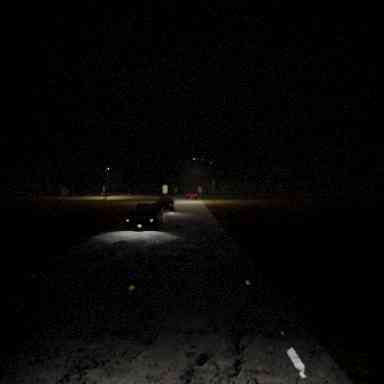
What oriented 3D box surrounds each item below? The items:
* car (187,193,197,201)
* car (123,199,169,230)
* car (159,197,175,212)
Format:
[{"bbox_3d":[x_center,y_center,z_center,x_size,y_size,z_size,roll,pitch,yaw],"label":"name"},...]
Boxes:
[{"bbox_3d":[-0.056,0.891,66.089,1.882,1.535,5.008,0,1,0],"label":"car"},{"bbox_3d":[-2.795,1.406,20.422,2.033,1.411,5.357,0,0,0],"label":"car"},{"bbox_3d":[-2.781,1.268,34.986,1.812,1.442,4.674,0,0,0],"label":"car"}]
